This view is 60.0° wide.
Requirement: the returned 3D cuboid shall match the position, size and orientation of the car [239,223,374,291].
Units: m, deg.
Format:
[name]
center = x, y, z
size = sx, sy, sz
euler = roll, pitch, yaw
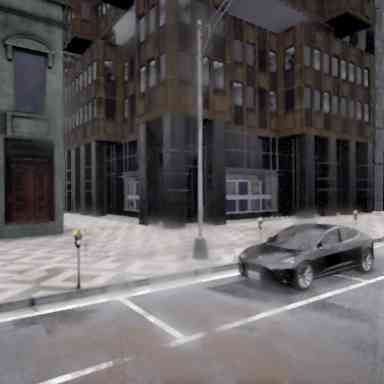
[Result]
[car]
center = 3.212, 1.541, 8.944
size = 4.313, 1.339, 1.947
euler = 0, 0, -36
